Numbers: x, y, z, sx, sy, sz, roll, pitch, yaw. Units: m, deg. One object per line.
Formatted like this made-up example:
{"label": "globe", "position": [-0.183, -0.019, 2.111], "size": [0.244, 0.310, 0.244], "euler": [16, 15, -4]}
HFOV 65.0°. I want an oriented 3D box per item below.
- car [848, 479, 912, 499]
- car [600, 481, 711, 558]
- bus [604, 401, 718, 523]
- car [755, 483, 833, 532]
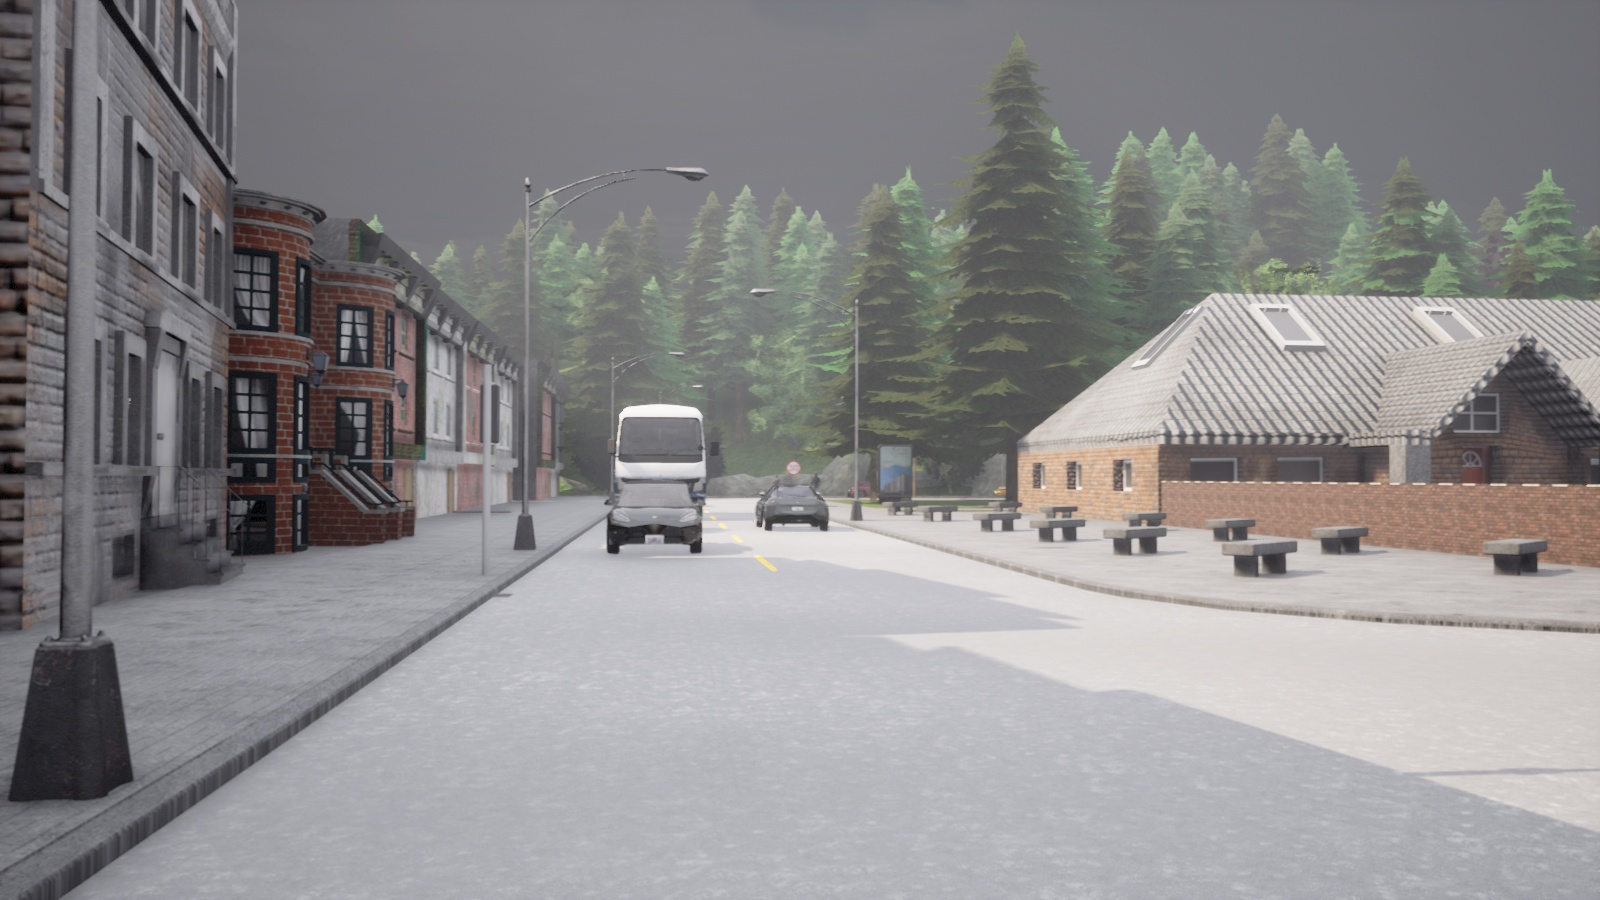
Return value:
{"label": "car", "position": [5.609, 2.747, 88.404], "size": [4.181, 1.385, 1.994], "euler": [0, -1, -9]}
{"label": "car", "position": [-3.100, 1.418, 27.174], "size": [2.163, 1.488, 4.792], "euler": [0, -1, -6]}
{"label": "bus", "position": [-5.367, 0.517, 48.915], "size": [3.944, 4.253, 10.273], "euler": [0, -1, -6]}
{"label": "car", "position": [-0.246, 1.706, 38.311], "size": [1.994, 1.385, 4.181], "euler": [0, -1, -6]}
